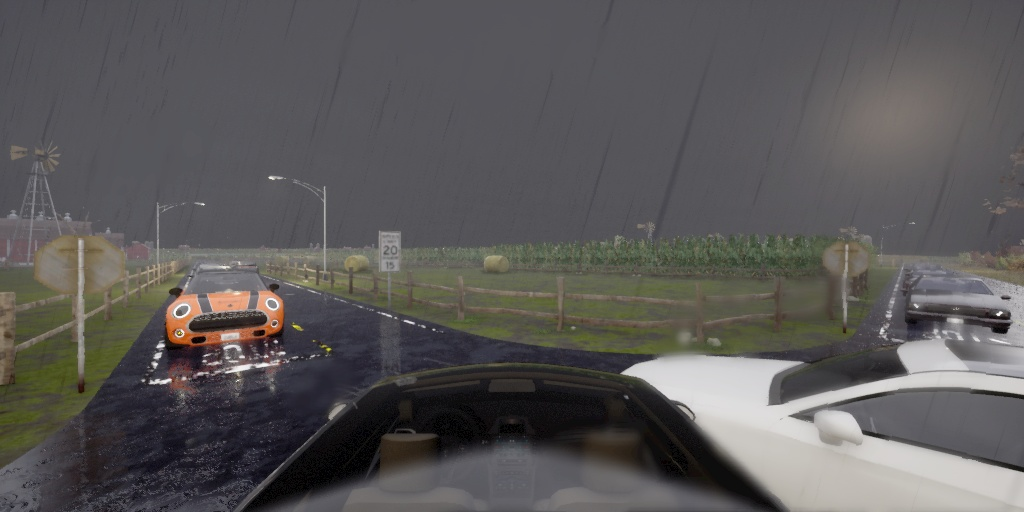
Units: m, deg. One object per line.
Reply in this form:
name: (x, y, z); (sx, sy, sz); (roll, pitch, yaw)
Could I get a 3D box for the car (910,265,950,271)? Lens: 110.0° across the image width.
car: (21.039, 1.363, 17.892); (4.181, 1.385, 1.994); (0, 1, -43)

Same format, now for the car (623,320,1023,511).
car: (2.859, 1.293, 2.226); (1.812, 1.442, 4.674); (0, 1, -43)

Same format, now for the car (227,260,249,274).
car: (-33.237, 1.273, 43.379); (1.837, 1.490, 4.892); (0, 0, -41)

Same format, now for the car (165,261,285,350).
car: (-7.472, 1.138, 9.432); (2.097, 1.767, 4.553); (0, 0, -39)

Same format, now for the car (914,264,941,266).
car: (28.675, 1.307, 24.803); (4.902, 1.511, 2.128); (0, 1, -42)

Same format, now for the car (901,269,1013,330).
car: (13.635, 1.334, 11.180); (5.357, 1.411, 2.033); (0, 1, -42)
